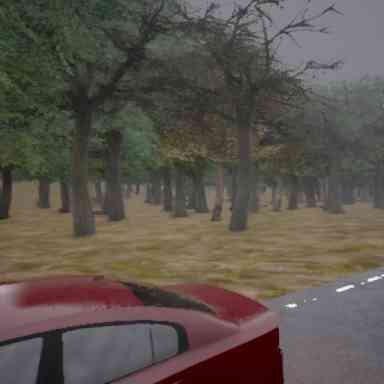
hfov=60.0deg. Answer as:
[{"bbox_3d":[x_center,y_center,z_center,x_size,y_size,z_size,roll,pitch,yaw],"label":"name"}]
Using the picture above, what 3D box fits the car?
[{"bbox_3d":[-1.475,1.480,2.358,5.008,1.535,1.882,0,0,-36],"label":"car"}]
